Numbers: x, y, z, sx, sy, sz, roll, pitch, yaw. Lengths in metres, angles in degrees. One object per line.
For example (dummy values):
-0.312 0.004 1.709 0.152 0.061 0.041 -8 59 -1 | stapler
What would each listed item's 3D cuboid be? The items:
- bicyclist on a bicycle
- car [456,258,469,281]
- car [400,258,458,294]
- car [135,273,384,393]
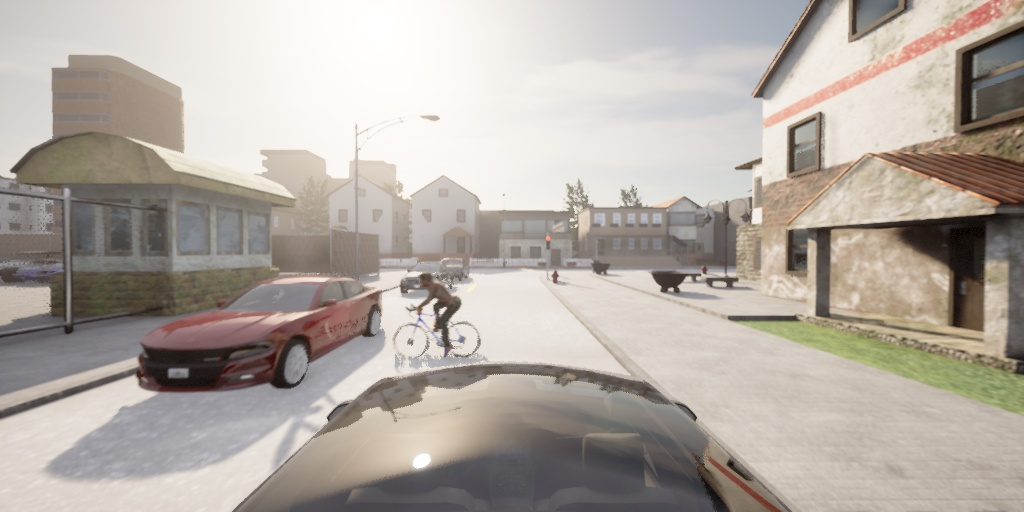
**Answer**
-1.420 1.121 6.683 1.656 1.620 0.582 -2 1 1 | bicyclist on a bicycle
-4.087 0.881 24.621 2.128 1.511 4.902 0 1 0 | car
-4.128 1.017 17.964 1.812 1.442 4.674 0 1 0 | car
-4.114 1.141 6.908 1.882 1.535 5.008 0 1 0 | car
